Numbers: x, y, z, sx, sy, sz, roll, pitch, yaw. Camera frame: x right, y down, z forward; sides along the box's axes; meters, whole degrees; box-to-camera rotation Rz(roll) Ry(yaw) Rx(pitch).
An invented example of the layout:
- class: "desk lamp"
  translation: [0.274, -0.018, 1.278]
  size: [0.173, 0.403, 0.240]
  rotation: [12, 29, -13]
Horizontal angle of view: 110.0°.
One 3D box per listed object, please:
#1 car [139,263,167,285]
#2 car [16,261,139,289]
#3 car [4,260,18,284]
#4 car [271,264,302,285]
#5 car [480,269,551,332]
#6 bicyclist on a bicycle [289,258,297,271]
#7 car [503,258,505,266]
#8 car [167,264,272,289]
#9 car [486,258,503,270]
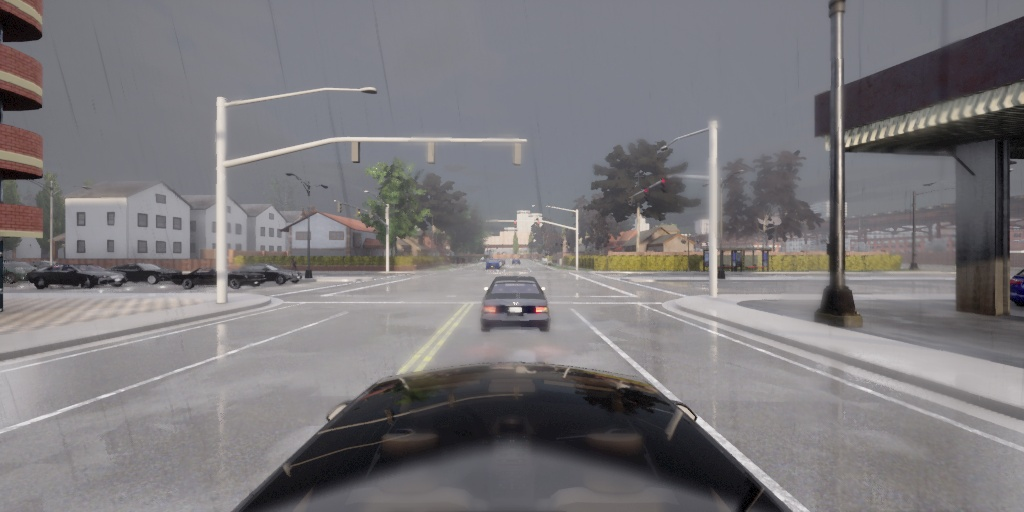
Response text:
- class: "car"
  translation: [-26.774, 1.228, 26.003]
  size: [5.008, 1.535, 1.882]
  rotation: [0, 0, 1]
- class: "car"
  translation: [-27.128, 1.241, 22.510]
  size: [4.902, 1.511, 2.128]
  rotation: [0, 0, 1]
- class: "car"
  translation: [-36.600, 1.103, 26.159]
  size: [4.553, 1.767, 2.097]
  rotation: [0, 0, 1]
- class: "car"
  translation: [-17.712, 1.276, 25.880]
  size: [4.674, 1.442, 1.812]
  rotation: [0, 0, 1]
- class: "car"
  translation: [0.085, 1.297, 10.837]
  size: [2.033, 1.411, 5.357]
  rotation: [0, 0, 0]
- class: "bicyclist on a bicycle"
  translation: [-26.530, 1.051, 43.483]
  size: [0.582, 1.620, 1.656]
  rotation: [0, 0, 1]
- class: "car"
  translation: [-2.734, 1.351, 63.144]
  size: [1.895, 1.301, 4.718]
  rotation: [0, 0, 1]
- class: "car"
  translation: [-18.096, 1.351, 22.354]
  size: [4.718, 1.301, 1.895]
  rotation: [0, 0, 1]
- class: "car"
  translation: [-2.823, 1.227, 53.596]
  size: [1.882, 1.535, 5.008]
  rotation: [0, 0, 1]
